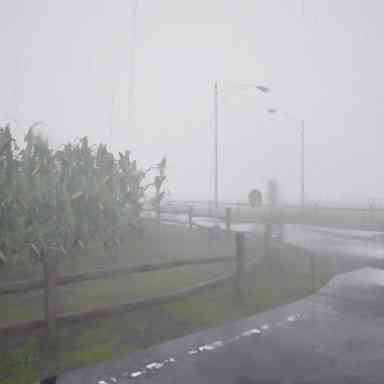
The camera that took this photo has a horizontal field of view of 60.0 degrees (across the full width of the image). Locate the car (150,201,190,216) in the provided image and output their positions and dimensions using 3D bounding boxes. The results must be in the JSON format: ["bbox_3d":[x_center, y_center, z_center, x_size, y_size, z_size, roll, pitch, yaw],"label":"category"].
[{"bbox_3d":[-2.132,1.493,31.652,1.895,1.301,4.718,0,0,-36],"label":"car"}]
